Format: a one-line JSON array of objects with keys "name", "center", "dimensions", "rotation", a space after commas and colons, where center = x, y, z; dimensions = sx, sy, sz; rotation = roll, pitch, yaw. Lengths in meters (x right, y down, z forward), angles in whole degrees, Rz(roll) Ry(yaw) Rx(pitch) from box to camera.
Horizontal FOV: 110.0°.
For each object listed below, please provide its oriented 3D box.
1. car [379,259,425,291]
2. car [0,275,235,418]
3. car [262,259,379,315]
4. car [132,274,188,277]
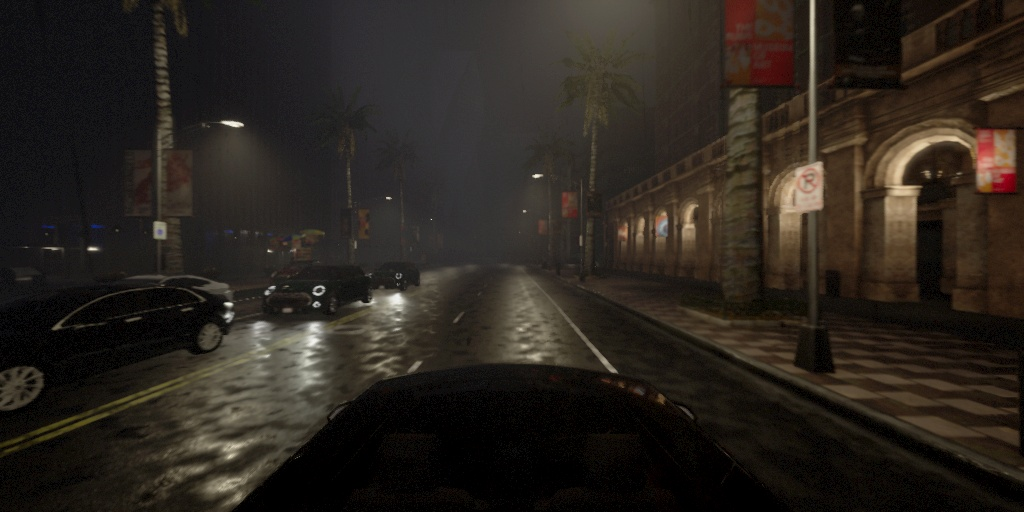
[{"name": "car", "center": [-7.033, 1.102, 21.660], "dimensions": [2.097, 1.767, 4.553], "rotation": [0, 0, 0]}, {"name": "car", "center": [-7.092, 1.252, 5.958], "dimensions": [1.837, 1.490, 4.892], "rotation": [0, 0, 0]}, {"name": "car", "center": [-6.974, 1.100, 13.398], "dimensions": [2.097, 1.767, 4.553], "rotation": [0, 0, 0]}, {"name": "car", "center": [-10.580, 1.272, 10.571], "dimensions": [1.812, 1.442, 4.674], "rotation": [0, 0, 1]}]
